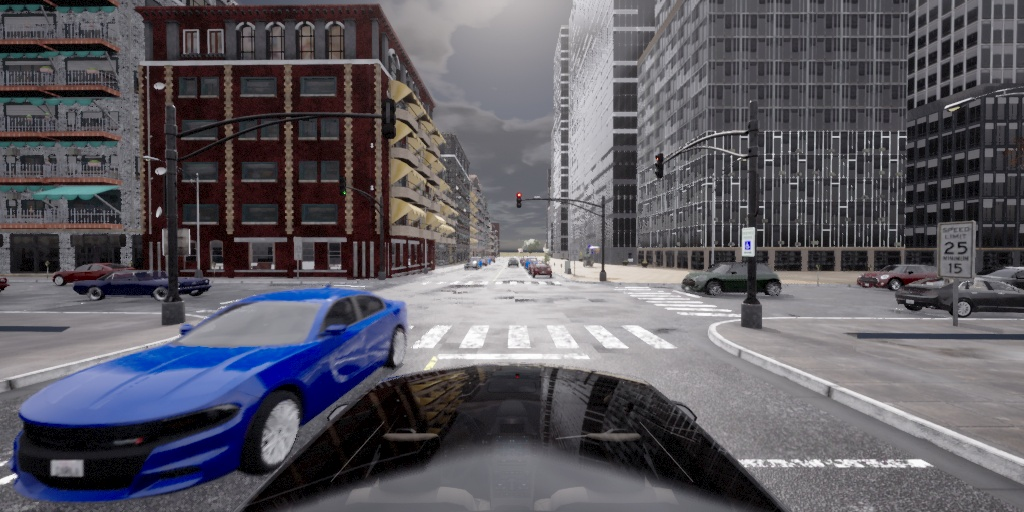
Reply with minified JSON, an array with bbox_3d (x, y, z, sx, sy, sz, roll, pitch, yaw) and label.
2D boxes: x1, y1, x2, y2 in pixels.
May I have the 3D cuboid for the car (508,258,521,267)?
[{"bbox_3d":[0.249,1.279,64.073,1.895,1.301,4.718,0,0,0],"label":"car"}]

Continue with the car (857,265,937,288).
[{"bbox_3d":[23.421,1.229,21.622,4.097,1.591,1.967,0,0,1],"label":"car"}]

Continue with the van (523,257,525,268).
[{"bbox_3d":[2.773,1.042,50.369,1.690,1.789,3.998,0,0,0],"label":"van"}]

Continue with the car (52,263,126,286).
[{"bbox_3d":[-25.808,1.108,22.389,4.507,1.381,1.888,0,0,1],"label":"car"}]

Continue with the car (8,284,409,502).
[{"bbox_3d":[-3.020,1.226,5.017,1.882,1.535,5.008,0,0,3],"label":"car"}]

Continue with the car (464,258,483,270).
[{"bbox_3d":[-5.575,1.267,50.355,1.948,1.339,4.313,0,0,0],"label":"car"}]

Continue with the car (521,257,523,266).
[{"bbox_3d":[2.786,1.237,56.015,1.888,1.381,4.507,0,0,0],"label":"car"}]

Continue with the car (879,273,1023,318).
[{"bbox_3d":[16.742,1.445,13.091,4.403,1.370,2.007,0,0,1],"label":"car"}]

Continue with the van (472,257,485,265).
[{"bbox_3d":[-5.562,1.033,56.001,1.690,1.789,3.998,0,0,0],"label":"van"}]

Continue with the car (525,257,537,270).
[{"bbox_3d":[2.746,1.157,39.077,1.967,1.591,4.097,0,0,0],"label":"car"}]

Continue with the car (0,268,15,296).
[{"bbox_3d":[-26.520,1.254,16.496,4.718,1.301,1.895,0,1,1],"label":"car"}]

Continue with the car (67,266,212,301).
[{"bbox_3d":[-16.640,1.298,16.335,4.718,1.301,1.895,0,1,1],"label":"car"}]

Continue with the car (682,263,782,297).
[{"bbox_3d":[11.478,1.131,18.943,4.553,1.767,2.097,0,1,-2],"label":"car"}]

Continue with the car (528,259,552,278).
[{"bbox_3d":[2.732,1.270,33.431,1.888,1.381,4.507,0,0,0],"label":"car"}]

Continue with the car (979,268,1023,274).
[{"bbox_3d":[26.200,1.352,18.843,4.892,1.490,1.837,1,1,1],"label":"car"}]

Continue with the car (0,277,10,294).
[{"bbox_3d":[-22.595,1.258,13.725,4.507,1.381,1.888,0,0,1],"label":"car"}]
